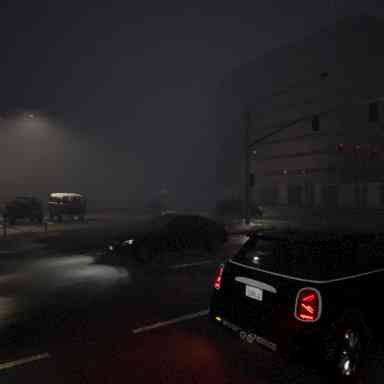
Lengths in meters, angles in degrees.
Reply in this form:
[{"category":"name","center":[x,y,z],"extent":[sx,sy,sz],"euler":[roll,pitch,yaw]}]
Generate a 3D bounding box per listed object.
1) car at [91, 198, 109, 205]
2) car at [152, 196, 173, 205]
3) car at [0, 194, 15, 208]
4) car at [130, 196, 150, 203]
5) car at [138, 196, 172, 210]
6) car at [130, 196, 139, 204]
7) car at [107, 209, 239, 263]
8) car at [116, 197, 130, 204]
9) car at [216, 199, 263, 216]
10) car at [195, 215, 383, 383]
[{"category":"car","center":[-16.294,1.656,58.874],"extent":[1.895,1.301,4.718],"euler":[0,0,-35]},{"category":"car","center":[-5.472,1.581,61.948],"extent":[1.812,1.442,4.674],"euler":[0,0,-35]},{"category":"car","center":[-31.779,1.209,56.421],"extent":[1.932,1.855,4.605],"euler":[0,0,-35]},{"category":"car","center":[-10.986,1.601,69.677],"extent":[2.033,1.411,5.357],"euler":[0,0,-35]},{"category":"car","center":[-4.366,1.548,41.931],"extent":[2.128,1.511,4.902],"euler":[0,0,-35]},{"category":"car","center":[-8.966,1.581,60.823],"extent":[1.812,1.442,4.674],"euler":[0,0,-36]},{"category":"car","center":[-0.725,1.526,12.110],"extent":[4.674,1.442,1.812],"euler":[0,0,-36]},{"category":"car","center":[-14.023,1.619,67.943],"extent":[1.994,1.385,4.181],"euler":[0,0,-35]},{"category":"car","center":[4.175,1.408,29.907],"extent":[2.097,1.767,4.553],"euler":[0,0,-35]},{"category":"car","center":[2.554,1.352,5.625],"extent":[4.553,1.767,2.097],"euler":[0,0,-35]}]
